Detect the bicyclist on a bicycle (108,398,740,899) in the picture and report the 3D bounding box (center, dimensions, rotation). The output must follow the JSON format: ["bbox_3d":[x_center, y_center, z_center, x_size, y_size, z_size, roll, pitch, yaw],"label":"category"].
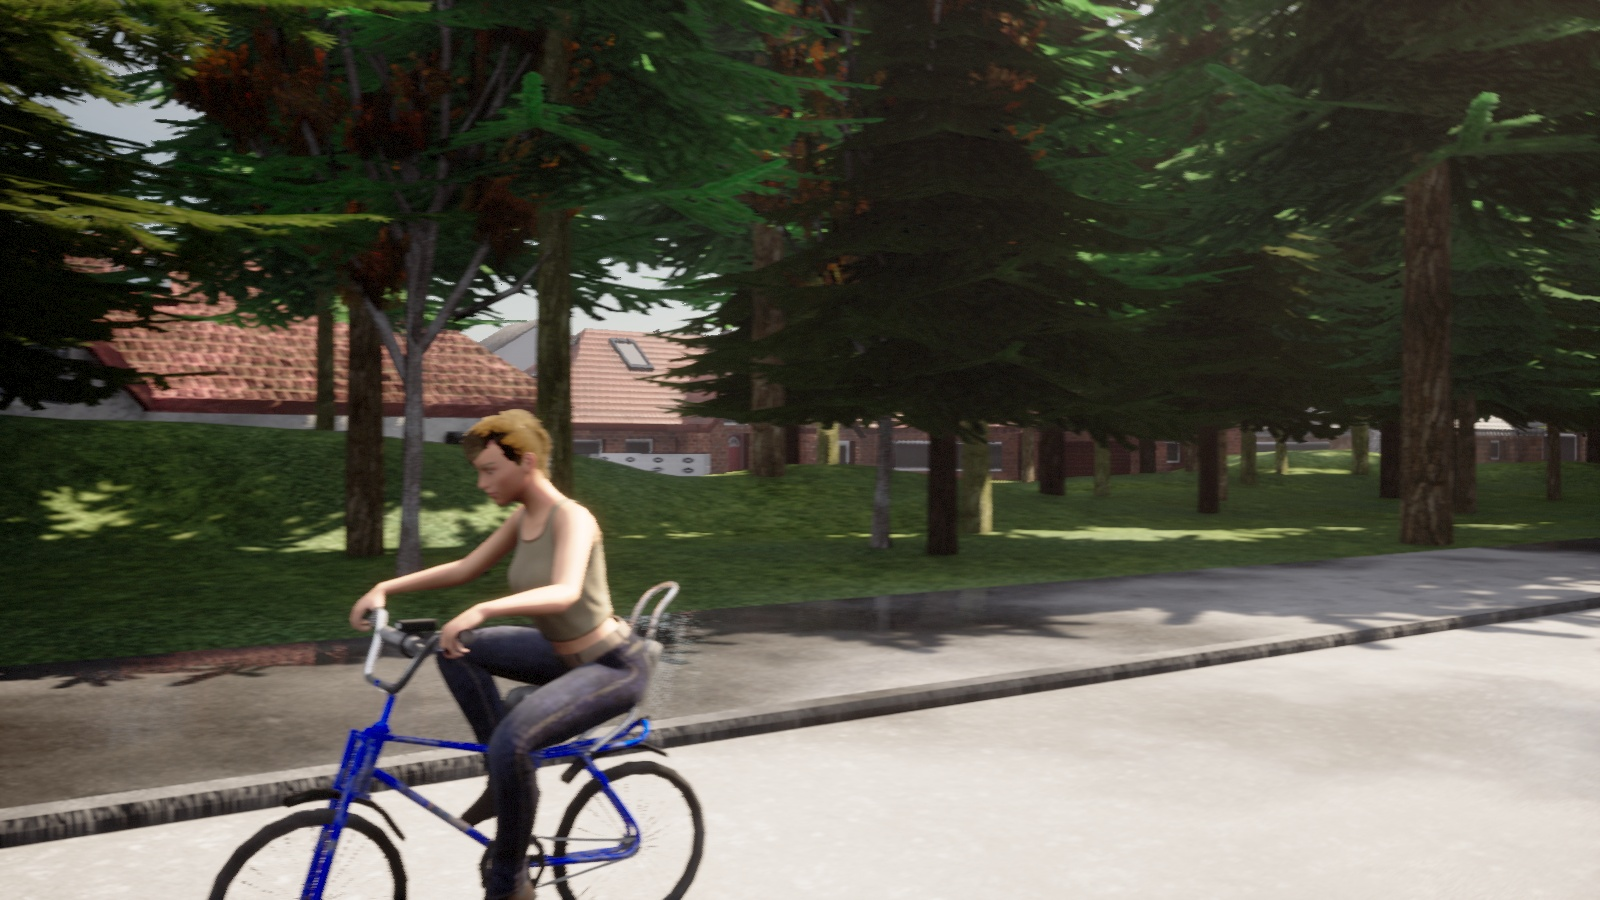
[{"bbox_3d":[-1.042,0.692,3.537,1.509,1.612,0.866,0,0,-35],"label":"bicyclist on a bicycle"}]

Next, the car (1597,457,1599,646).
[{"bbox_3d":[8.543,0.777,10.215,4.674,1.442,1.812,0,0,-35],"label":"car"}]
